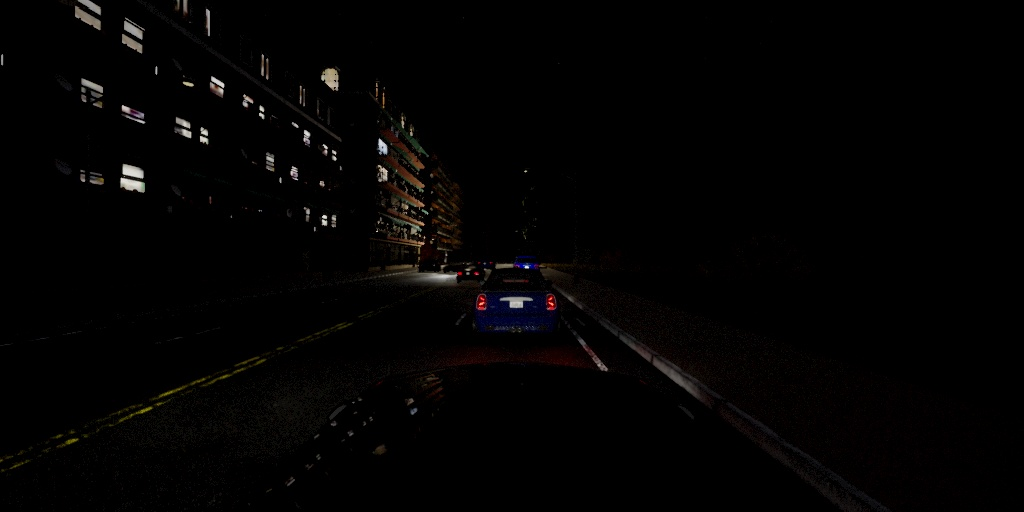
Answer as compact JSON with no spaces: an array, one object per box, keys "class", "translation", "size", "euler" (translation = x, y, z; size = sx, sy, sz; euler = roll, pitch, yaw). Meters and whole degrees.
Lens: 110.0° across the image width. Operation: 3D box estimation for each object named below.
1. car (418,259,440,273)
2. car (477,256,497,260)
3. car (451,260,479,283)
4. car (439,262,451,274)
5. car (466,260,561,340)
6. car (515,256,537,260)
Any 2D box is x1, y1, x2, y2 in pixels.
[{"class":"car","translation":[-9.831,1.105,43.095],"size":[2.097,1.767,4.553],"euler":[0,0,0]},{"class":"car","translation":[-3.132,0.976,44.191],"size":[2.150,2.045,5.566],"euler":[0,0,0]},{"class":"car","translation":[-3.139,1.300,28.082],"size":[2.033,1.411,5.357],"euler":[0,0,0]},{"class":"car","translation":[-6.583,1.354,40.815],"size":[1.895,1.301,4.718],"euler":[0,0,0]},{"class":"car","translation":[0.102,1.104,10.150],"size":[2.097,1.767,4.553],"euler":[0,0,0]},{"class":"car","translation":[1.150,0.979,30.103],"size":[2.150,2.045,5.566],"euler":[0,0,0]}]
